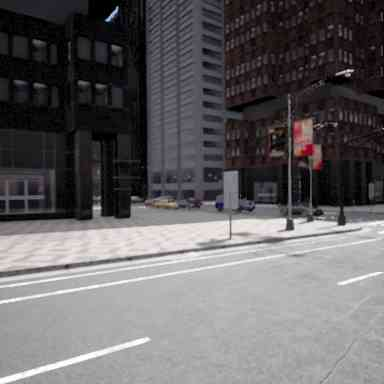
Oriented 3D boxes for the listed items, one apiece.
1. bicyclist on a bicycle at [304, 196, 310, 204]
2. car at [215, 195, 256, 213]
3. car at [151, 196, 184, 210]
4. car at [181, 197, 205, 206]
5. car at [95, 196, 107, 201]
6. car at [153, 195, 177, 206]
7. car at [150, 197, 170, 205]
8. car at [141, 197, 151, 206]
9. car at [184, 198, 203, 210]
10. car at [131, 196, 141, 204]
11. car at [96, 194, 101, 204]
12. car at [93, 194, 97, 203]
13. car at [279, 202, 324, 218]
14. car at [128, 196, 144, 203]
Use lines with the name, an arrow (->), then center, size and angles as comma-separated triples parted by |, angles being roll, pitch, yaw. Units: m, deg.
bicyclist on a bicycle -> 14.389, 1.300, 41.629 | 1.656, 1.620, 0.582 | -1, 1, -36
car -> 5.046, 1.352, 39.689 | 2.150, 2.045, 5.566 | -1, 0, -36
car -> -3.572, 1.732, 47.180 | 1.752, 1.417, 4.829 | -1, 0, -36
car -> 0.117, 1.656, 56.682 | 1.887, 1.381, 4.507 | -1, 0, -36
car -> -25.200, 1.818, 92.141 | 1.752, 1.417, 4.829 | -1, 0, -36
car -> -4.826, 1.518, 59.028 | 2.097, 1.767, 4.553 | -1, 0, -36
car -> -6.286, 1.679, 65.651 | 1.752, 1.417, 4.829 | -1, 0, -36
car -> -6.298, 1.765, 55.663 | 1.994, 1.385, 4.181 | -1, 0, -35
car -> -0.506, 1.729, 47.486 | 1.994, 1.385, 4.181 | -1, 0, -35
car -> -10.615, 1.710, 67.135 | 1.837, 1.490, 4.892 | -1, 0, -36
car -> -16.286, 1.606, 64.980 | 2.192, 1.841, 5.009 | -1, 0, -36
car -> -22.592, 1.652, 73.812 | 2.192, 1.841, 5.009 | -1, 0, -36
car -> 10.502, 1.662, 32.063 | 1.994, 1.385, 4.181 | -1, 0, -36
car -> -12.494, 1.638, 74.342 | 1.967, 1.590, 4.097 | -1, 0, -36
